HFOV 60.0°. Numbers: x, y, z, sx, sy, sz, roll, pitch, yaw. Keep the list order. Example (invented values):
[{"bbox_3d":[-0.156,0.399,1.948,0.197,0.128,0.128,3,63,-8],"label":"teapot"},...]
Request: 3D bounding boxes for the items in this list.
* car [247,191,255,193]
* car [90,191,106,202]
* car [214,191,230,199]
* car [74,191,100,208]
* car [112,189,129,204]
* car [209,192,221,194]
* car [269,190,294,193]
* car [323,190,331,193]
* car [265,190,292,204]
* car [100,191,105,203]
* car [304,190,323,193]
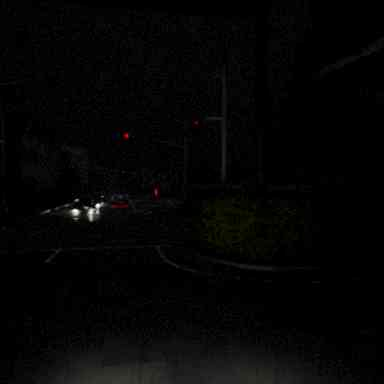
[{"bbox_3d":[11.920,0.541,65.710,2.152,1.636,5.027,0,1,-12],"label":"car"},{"bbox_3d":[-15.544,0.652,55.164,2.097,1.767,4.553,0,0,-11],"label":"car"},{"bbox_3d":[5.706,0.633,64.077,1.970,1.475,3.806,0,1,-12],"label":"car"},{"bbox_3d":[-11.929,0.867,37.527,2.097,1.767,4.553,0,1,-12],"label":"car"},{"bbox_3d":[-10.045,0.628,46.596,2.150,2.045,5.566,0,1,-12],"label":"car"},{"bbox_3d":[3.569,0.790,56.427,2.007,1.523,4.514,0,1,-12],"label":"car"},{"bbox_3d":[10.817,0.781,39.678,1.905,1.878,3.866,0,1,-12],"label":"car"},{"bbox_3d":[27.201,0.456,69.337,1.932,1.855,4.605,0,1,-12],"label":"car"},{"bbox_3d":[12.418,0.701,48.053,1.932,1.855,4.605,0,1,-12],"label":"car"},{"bbox_3d":[-13.884,0.901,47.161,1.837,1.490,4.892,0,0,-11],"label":"car"},{"bbox_3d":[24.442,0.445,68.337,1.905,1.878,3.866,0,1,-12],"label":"car"}]
